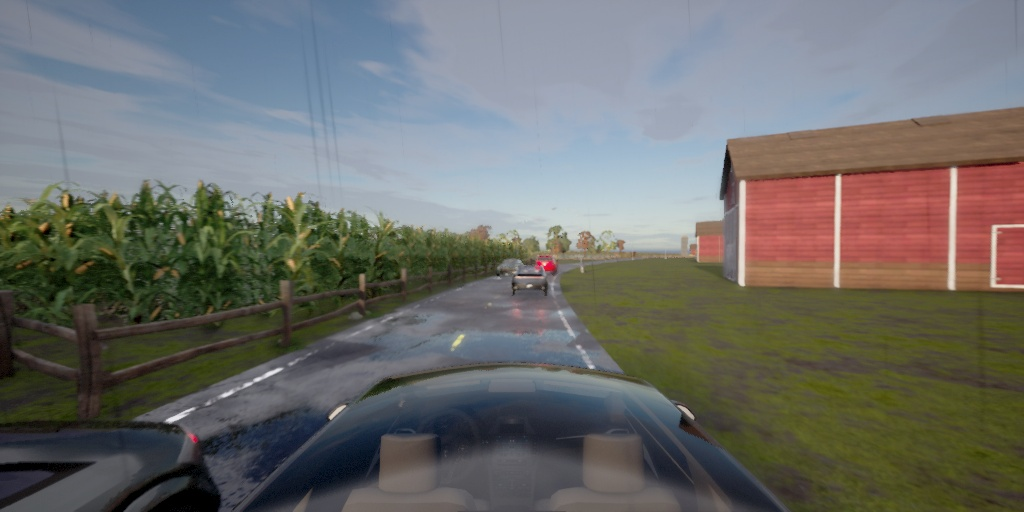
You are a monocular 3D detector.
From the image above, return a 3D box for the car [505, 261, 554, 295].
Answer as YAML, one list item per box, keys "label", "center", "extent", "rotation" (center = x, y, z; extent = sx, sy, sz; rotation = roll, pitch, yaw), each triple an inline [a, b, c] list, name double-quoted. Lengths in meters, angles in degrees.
- label: "car"
  center: [1.039, 1.232, 19.540]
  extent: [2.128, 1.511, 4.902]
  rotation: [0, 0, 5]

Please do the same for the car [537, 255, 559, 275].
- label: "car"
  center: [3.847, 0.934, 39.274]
  extent: [2.150, 2.045, 5.566]
  rotation: [0, 0, 11]

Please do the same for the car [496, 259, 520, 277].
- label: "car"
  center: [-0.091, 1.056, 33.863]
  extent: [2.097, 1.767, 4.553]
  rotation: [0, 0, 10]

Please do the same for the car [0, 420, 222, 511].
- label: "car"
  center: [-2.762, 1.307, 0.424]
  extent: [1.994, 1.385, 4.181]
  rotation: [0, 0, 0]
